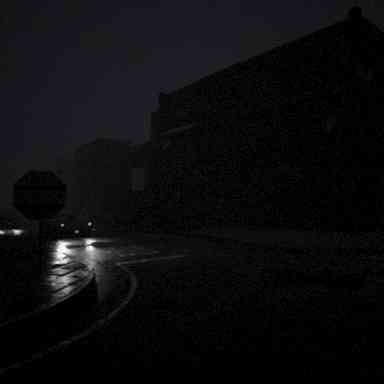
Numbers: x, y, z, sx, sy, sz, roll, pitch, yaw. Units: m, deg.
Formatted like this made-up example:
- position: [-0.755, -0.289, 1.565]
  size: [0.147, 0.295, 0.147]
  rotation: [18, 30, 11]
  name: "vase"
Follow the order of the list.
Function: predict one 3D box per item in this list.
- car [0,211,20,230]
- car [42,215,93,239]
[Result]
- position: [-21.429, 3.247, 38.437]
  size: [2.150, 2.045, 5.566]
  rotation: [1, -4, -36]
  name: "car"
- position: [-7.477, 2.008, 19.601]
  size: [1.895, 1.301, 4.718]
  rotation: [1, -5, -37]
  name: "car"
